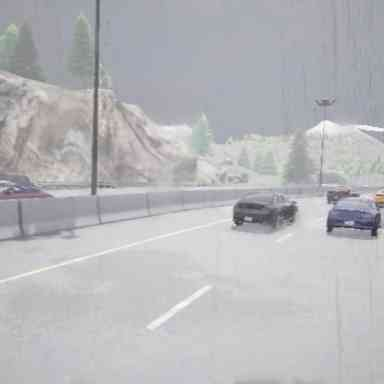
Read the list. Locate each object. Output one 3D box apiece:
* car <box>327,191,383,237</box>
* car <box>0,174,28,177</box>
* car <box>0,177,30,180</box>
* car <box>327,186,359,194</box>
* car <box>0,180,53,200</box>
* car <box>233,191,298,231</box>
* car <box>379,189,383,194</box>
[{"bbox_3d":[7.130,0.938,14.500,1.812,1.442,4.674,4,4,31],"label":"car"},{"bbox_3d":[-12.860,-0.413,22.184,2.097,1.767,4.553,4,4,30],"label":"car"},{"bbox_3d":[-11.160,0.051,18.204,1.812,1.442,4.674,4,4,30],"label":"car"},{"bbox_3d":[13.675,0.258,29.846,1.882,1.535,5.008,5,4,38],"label":"car"},{"bbox_3d":[-8.628,0.333,15.559,1.994,1.385,4.181,4,4,29],"label":"car"},{"bbox_3d":[3.483,0.744,15.182,1.837,1.490,4.892,4,4,31],"label":"car"},{"bbox_3d":[17.170,0.457,28.629,1.882,1.535,5.008,5,4,38],"label":"car"}]
